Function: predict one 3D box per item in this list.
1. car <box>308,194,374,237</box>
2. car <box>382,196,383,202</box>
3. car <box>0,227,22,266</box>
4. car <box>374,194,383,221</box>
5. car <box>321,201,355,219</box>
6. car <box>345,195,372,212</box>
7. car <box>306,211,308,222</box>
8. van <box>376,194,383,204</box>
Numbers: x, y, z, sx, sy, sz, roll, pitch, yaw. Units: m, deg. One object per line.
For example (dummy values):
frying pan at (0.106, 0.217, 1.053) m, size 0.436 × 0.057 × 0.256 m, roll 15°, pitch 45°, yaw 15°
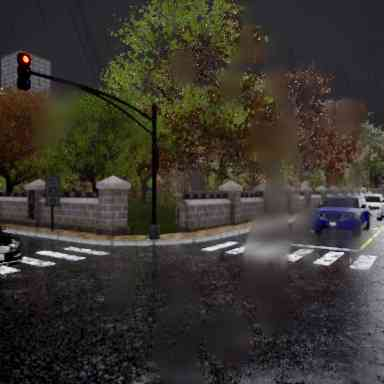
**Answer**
car at (8.429, 1.203, 18.472) m, size 2.150 × 2.045 × 5.566 m, roll 0°, pitch 0°, yaw 35°
car at (42.371, 1.456, 72.140) m, size 1.802 × 1.307 × 4.206 m, roll 0°, pitch 0°, yaw 35°
car at (-7.187, 1.507, 10.339) m, size 4.902 × 1.511 × 2.128 m, roll 0°, pitch 0°, yaw 36°
car at (14.449, 1.191, 27.179) m, size 2.150 × 2.045 × 5.566 m, roll 0°, pitch 1°, yaw 35°
car at (13.292, 1.521, 30.062) m, size 2.008 × 1.369 × 4.403 m, roll 0°, pitch 0°, yaw 35°
car at (19.755, 1.274, 39.412) m, size 2.192 × 1.841 × 5.009 m, roll 0°, pitch 0°, yaw 35°
car at (10.061, 1.519, 25.387) m, size 1.887 × 1.381 × 4.507 m, roll 0°, pitch 0°, yaw 35°
van at (35.910, 1.247, 62.788) m, size 1.690 × 1.788 × 3.998 m, roll 0°, pitch 0°, yaw 35°
